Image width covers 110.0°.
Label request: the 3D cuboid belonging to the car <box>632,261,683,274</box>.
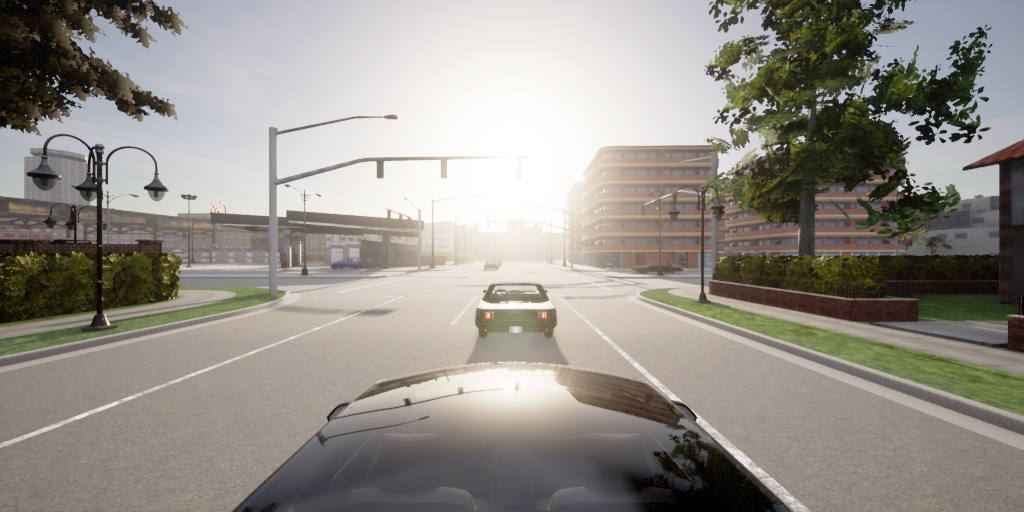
[{"bbox_3d":[16.639,1.297,41.043,5.357,1.411,2.033,0,0,1],"label":"car"}]

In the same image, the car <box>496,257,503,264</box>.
[{"bbox_3d":[-3.146,1.314,62.473,1.994,1.385,4.181,0,0,0],"label":"car"}]

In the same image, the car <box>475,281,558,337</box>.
[{"bbox_3d":[0.098,1.351,10.227,1.895,1.301,4.718,0,0,0],"label":"car"}]

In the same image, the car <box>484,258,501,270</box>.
[{"bbox_3d":[-3.054,1.351,52.558,1.895,1.301,4.718,0,0,-1],"label":"car"}]
